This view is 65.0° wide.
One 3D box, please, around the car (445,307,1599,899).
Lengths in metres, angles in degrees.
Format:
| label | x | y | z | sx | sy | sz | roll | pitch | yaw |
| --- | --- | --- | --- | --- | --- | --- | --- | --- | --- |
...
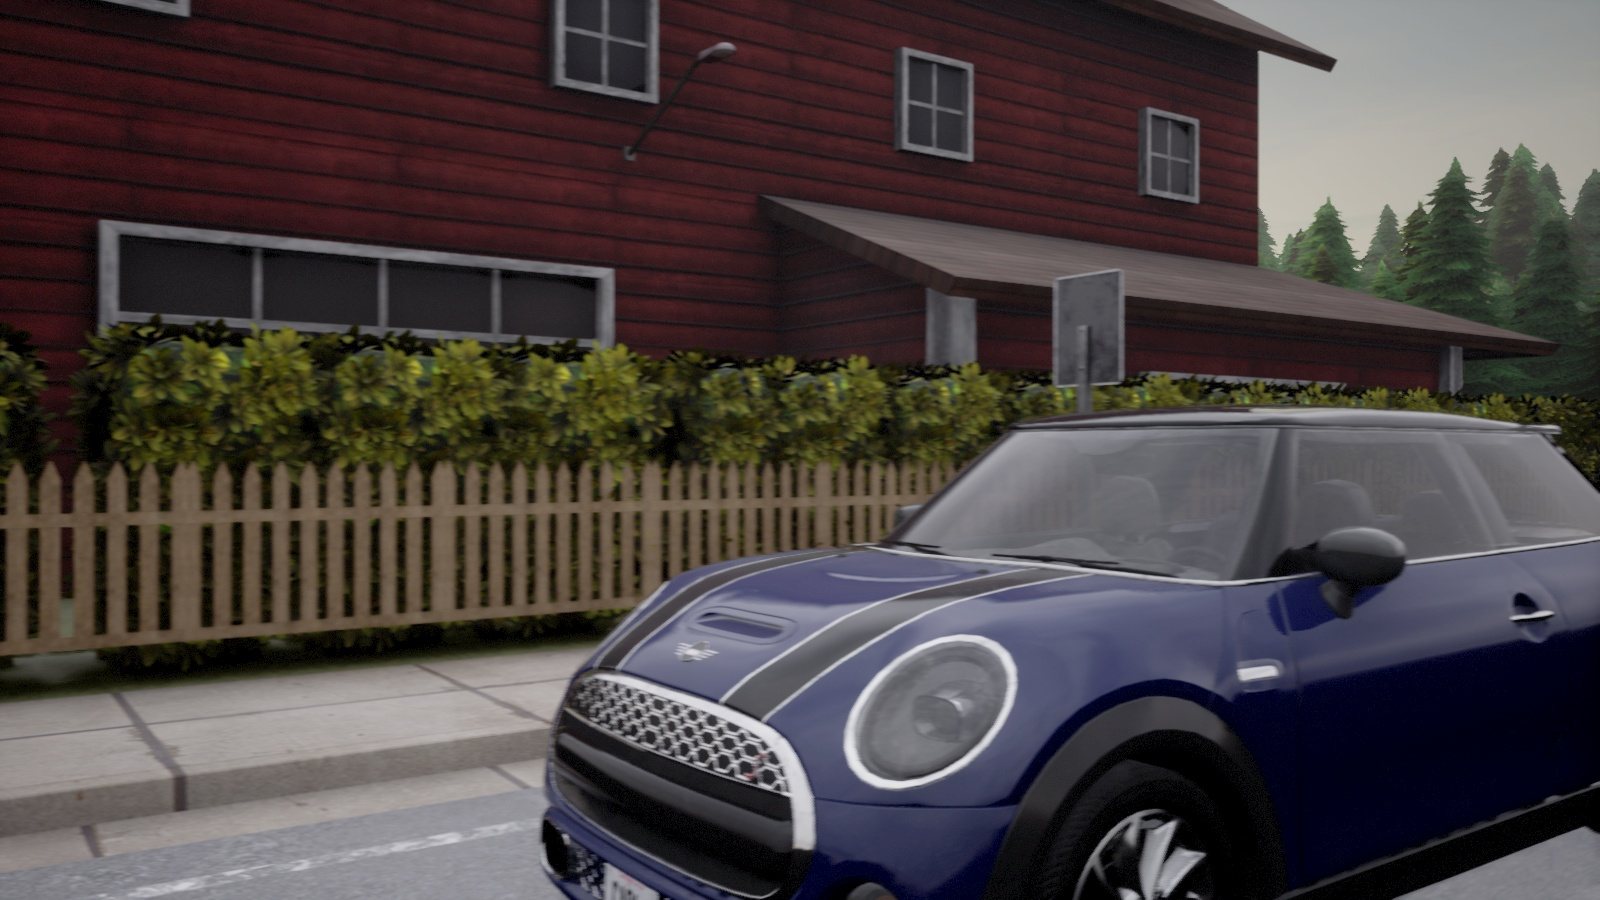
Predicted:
| label | x | y | z | sx | sy | sz | roll | pitch | yaw |
| --- | --- | --- | --- | --- | --- | --- | --- | --- | --- |
| car | 1.302 | 0.612 | 4.565 | 4.553 | 1.767 | 2.097 | 0 | 0 | -35 |
